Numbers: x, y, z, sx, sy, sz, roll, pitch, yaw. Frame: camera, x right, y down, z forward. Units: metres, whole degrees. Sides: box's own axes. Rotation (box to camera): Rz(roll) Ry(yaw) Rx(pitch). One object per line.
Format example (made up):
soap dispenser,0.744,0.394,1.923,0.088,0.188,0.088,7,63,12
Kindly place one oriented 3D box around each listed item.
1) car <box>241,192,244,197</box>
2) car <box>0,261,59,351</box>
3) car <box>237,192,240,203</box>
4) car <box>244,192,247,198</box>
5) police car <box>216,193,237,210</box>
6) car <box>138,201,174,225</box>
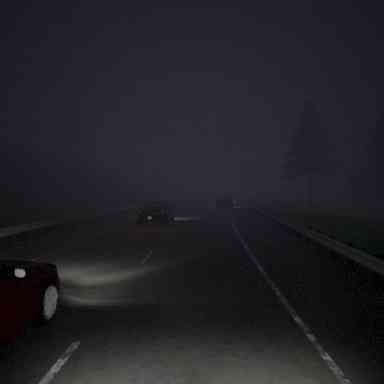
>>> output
car,9.122,0.871,70.140,2.128,1.511,4.902,0,0,14
car,-3.307,1.445,3.943,1.882,1.535,5.008,0,0,1
car,5.280,1.006,47.208,2.097,1.767,4.553,0,0,10
car,12.894,0.739,85.358,1.882,1.535,5.008,0,0,14
police car,3.774,1.149,37.687,1.930,1.638,5.238,0,0,8
car,-2.363,1.358,22.343,1.812,1.442,4.674,0,0,5
